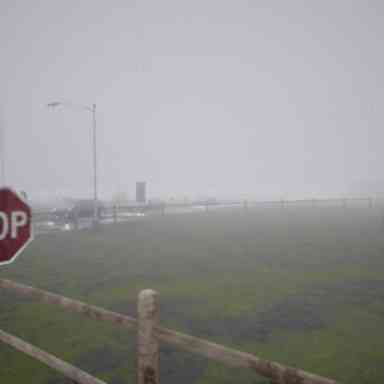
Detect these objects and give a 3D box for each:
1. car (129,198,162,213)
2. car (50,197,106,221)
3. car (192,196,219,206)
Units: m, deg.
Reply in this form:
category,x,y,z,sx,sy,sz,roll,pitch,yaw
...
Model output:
category,x,y,z,sx,sy,sz,roll,pitch,yaw
car,-4.858,1.430,35.795,1.812,1.442,4.674,0,0,27
car,-9.180,1.342,27.048,2.097,1.767,4.553,0,0,26
car,2.066,1.316,48.513,2.033,1.411,5.357,0,0,30
